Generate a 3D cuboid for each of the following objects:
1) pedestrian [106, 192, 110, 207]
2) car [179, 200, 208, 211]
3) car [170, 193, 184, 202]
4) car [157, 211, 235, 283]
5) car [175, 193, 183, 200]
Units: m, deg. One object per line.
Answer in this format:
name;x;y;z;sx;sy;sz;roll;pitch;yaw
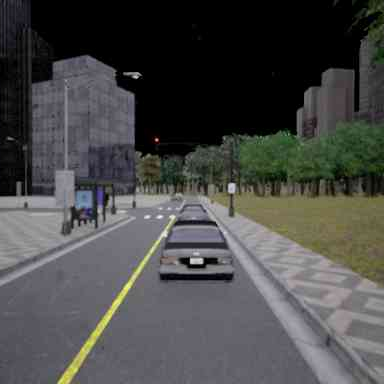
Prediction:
pedestrian;-10.077;0.883;39.180;0.375;1.860;0.375;0;1;1
car;0.086;1.463;21.106;1.994;1.385;4.181;0;0;0
car;-3.025;1.216;64.038;1.994;1.385;4.181;0;0;0
car;0.096;1.503;9.573;2.033;1.411;5.357;0;0;0
car;-3.049;1.024;79.435;1.812;1.442;4.674;0;0;0
